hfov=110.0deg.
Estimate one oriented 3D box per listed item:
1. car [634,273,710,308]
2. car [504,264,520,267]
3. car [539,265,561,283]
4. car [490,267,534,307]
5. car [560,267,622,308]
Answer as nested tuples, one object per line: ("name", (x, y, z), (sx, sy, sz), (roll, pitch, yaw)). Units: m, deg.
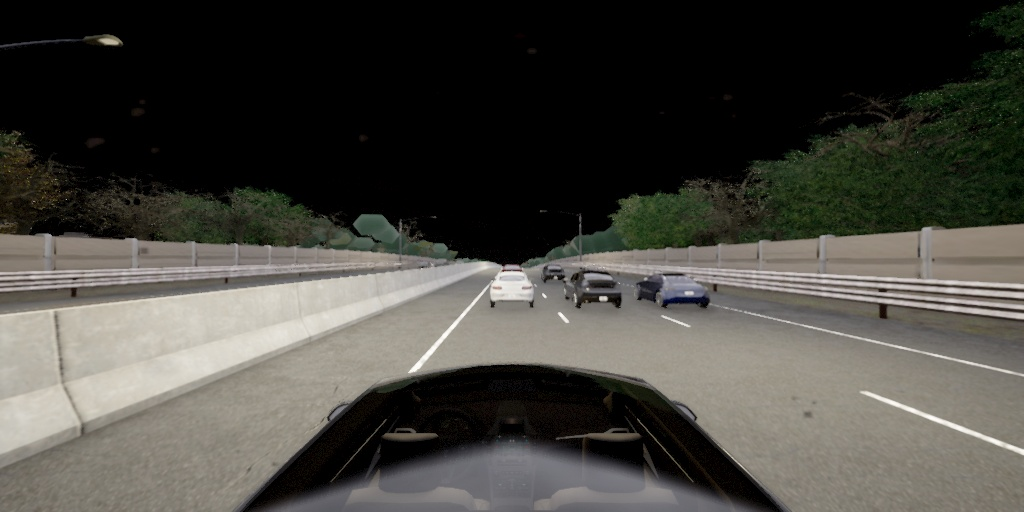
("car", (7.008, 1.450, 16.149), (1.994, 1.385, 4.181), (0, 0, 0))
("car", (0.015, 1.464, 31.325), (1.882, 1.535, 5.008), (0, 0, 0))
("car", (3.512, 1.494, 31.157), (1.837, 1.490, 4.892), (0, 0, 0))
("car", (0.010, 1.411, 16.230), (1.812, 1.442, 4.674), (0, 0, 0))
("car", (3.508, 1.393, 16.146), (1.837, 1.490, 4.892), (0, 0, 0))
